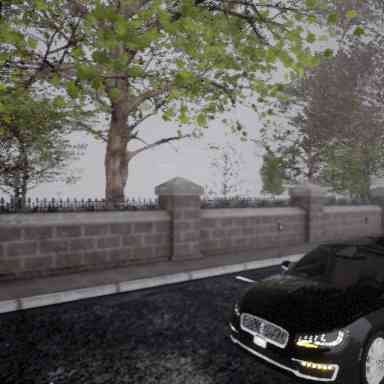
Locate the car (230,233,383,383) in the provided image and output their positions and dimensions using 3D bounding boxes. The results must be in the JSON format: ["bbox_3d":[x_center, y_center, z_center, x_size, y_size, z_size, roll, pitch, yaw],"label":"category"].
[{"bbox_3d":[2.789,1.555,5.365,4.892,1.490,1.837,1,0,-35],"label":"car"}]
